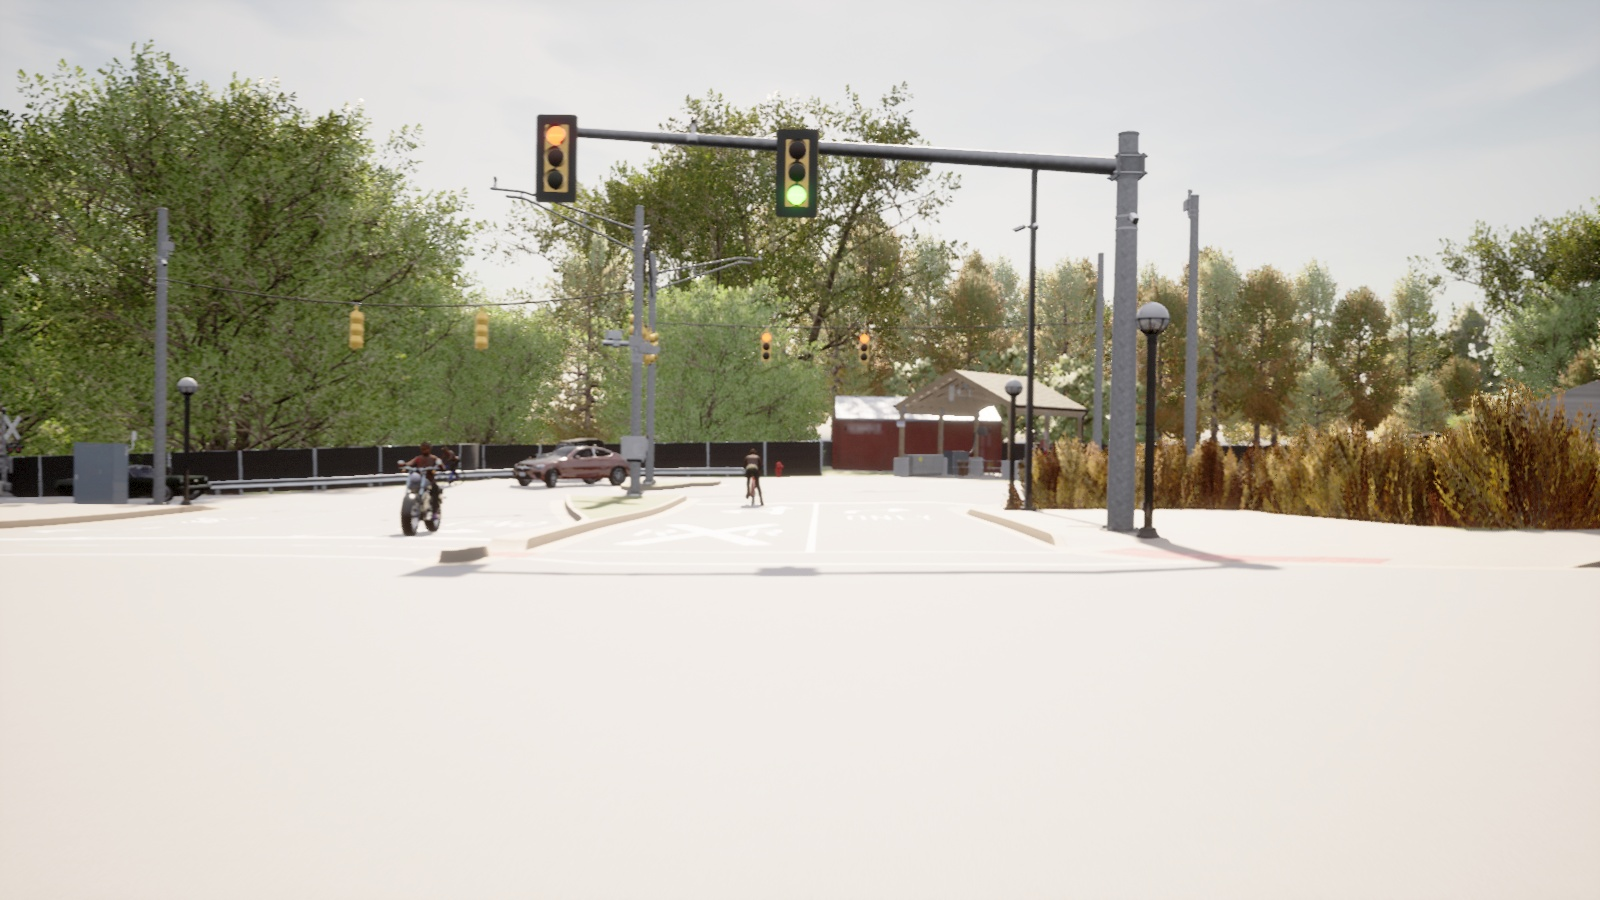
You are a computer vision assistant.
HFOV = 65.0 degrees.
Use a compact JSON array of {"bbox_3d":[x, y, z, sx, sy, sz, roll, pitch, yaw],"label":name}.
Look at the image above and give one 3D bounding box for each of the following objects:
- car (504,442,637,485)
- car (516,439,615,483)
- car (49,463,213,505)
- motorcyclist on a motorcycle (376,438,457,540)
[{"bbox_3d":[-9.342,0.521,51.397,2.152,1.651,5.027,1,1,43],"label":"car"},{"bbox_3d":[-10.428,0.447,55.904,3.866,1.878,1.905,0,1,-34],"label":"car"},{"bbox_3d":[-23.088,1.159,43.412,4.718,1.301,1.895,-1,1,5],"label":"car"},{"bbox_3d":[-6.537,0.655,21.524,0.766,1.649,2.350,1,-1,-4],"label":"motorcyclist on a motorcycle"}]
